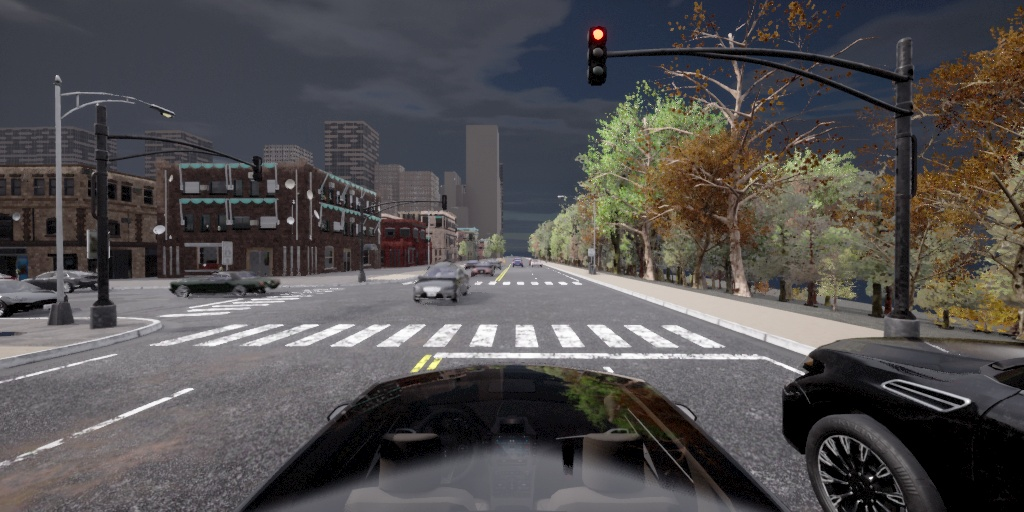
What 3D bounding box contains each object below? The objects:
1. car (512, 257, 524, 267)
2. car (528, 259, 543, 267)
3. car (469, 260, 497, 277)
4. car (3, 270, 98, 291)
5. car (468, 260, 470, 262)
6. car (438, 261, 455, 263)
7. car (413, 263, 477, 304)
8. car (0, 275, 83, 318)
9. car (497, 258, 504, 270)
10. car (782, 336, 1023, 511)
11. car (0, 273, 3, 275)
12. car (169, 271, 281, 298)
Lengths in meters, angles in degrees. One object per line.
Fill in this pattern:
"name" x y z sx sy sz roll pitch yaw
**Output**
"car" 1.026 1.252 63.751 1.812 1.442 4.674 0 0 1
"car" 4.386 1.327 64.080 1.895 1.301 4.718 0 0 1
"car" -2.801 1.303 35.265 1.994 1.385 4.181 0 0 1
"car" -27.951 1.560 22.324 4.403 1.370 2.007 0 0 1
"car" -5.735 1.278 53.733 2.033 1.411 5.357 0 0 1
"car" -6.092 1.244 32.857 1.837 1.490 4.892 0 0 1
"car" -3.114 1.238 16.536 2.128 1.511 4.902 0 0 1
"car" -19.762 1.565 13.673 4.313 1.339 1.948 0 0 1
"car" -2.532 1.296 50.917 1.994 1.385 4.181 0 0 1
"car" 3.321 0.972 0.625 2.150 2.045 5.566 0 0 1
"car" -33.486 1.654 22.424 4.207 1.307 1.802 0 0 1
"car" -15.204 1.495 19.084 4.718 1.301 1.895 -1 1 0
